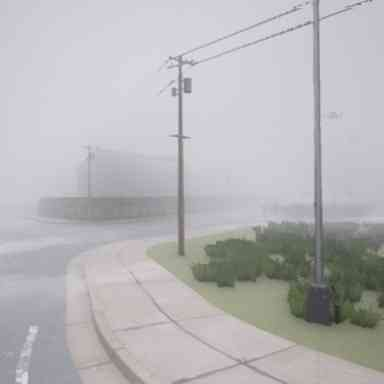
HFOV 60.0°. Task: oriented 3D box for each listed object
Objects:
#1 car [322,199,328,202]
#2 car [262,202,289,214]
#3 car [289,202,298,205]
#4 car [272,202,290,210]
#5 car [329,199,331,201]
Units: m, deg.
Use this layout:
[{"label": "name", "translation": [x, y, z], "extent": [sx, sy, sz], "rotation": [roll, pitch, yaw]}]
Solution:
[{"label": "car", "translation": [27.605, 2.492, 72.089], "extent": [2.033, 1.411, 5.357], "rotation": [-1, -1, 31]}, {"label": "car", "translation": [10.854, 2.125, 44.418], "extent": [2.128, 1.511, 4.902], "rotation": [-1, -1, 31]}, {"label": "car", "translation": [15.894, 2.296, 52.712], "extent": [1.994, 1.385, 4.181], "rotation": [-1, -1, 32]}, {"label": "car", "translation": [16.091, 2.442, 59.844], "extent": [1.895, 1.301, 4.718], "rotation": [-1, -1, 32]}, {"label": "car", "translation": [32.970, 2.491, 80.953], "extent": [1.812, 1.442, 4.674], "rotation": [-1, -1, 31]}]
